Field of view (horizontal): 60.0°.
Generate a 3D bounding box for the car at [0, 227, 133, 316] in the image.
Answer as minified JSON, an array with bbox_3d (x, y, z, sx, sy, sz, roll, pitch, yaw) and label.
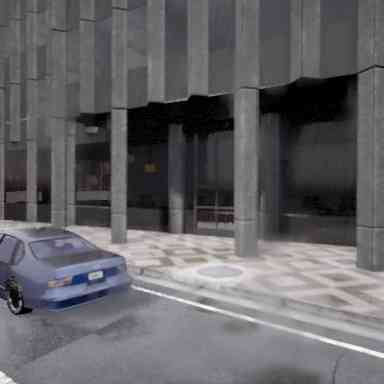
[{"bbox_3d":[-3.657,1.524,7.495,5.357,1.411,2.033,0,0,39],"label":"car"}]
